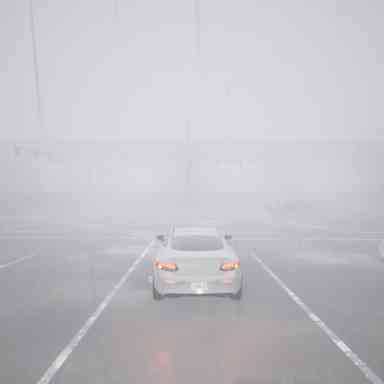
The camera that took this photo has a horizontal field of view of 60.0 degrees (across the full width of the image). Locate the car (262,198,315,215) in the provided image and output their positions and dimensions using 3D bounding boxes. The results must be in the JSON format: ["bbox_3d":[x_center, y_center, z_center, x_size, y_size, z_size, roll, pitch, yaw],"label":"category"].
[{"bbox_3d":[9.991,1.474,33.747,4.892,1.490,1.837,0,-1,-13],"label":"car"}]

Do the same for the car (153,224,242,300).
[{"bbox_3d":[0.071,1.526,8.277,1.812,1.442,4.674,0,0,-1],"label":"car"}]

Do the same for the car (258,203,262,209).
[{"bbox_3d":[10.086,1.459,38.272,4.902,1.511,2.128,0,0,2],"label":"car"}]
